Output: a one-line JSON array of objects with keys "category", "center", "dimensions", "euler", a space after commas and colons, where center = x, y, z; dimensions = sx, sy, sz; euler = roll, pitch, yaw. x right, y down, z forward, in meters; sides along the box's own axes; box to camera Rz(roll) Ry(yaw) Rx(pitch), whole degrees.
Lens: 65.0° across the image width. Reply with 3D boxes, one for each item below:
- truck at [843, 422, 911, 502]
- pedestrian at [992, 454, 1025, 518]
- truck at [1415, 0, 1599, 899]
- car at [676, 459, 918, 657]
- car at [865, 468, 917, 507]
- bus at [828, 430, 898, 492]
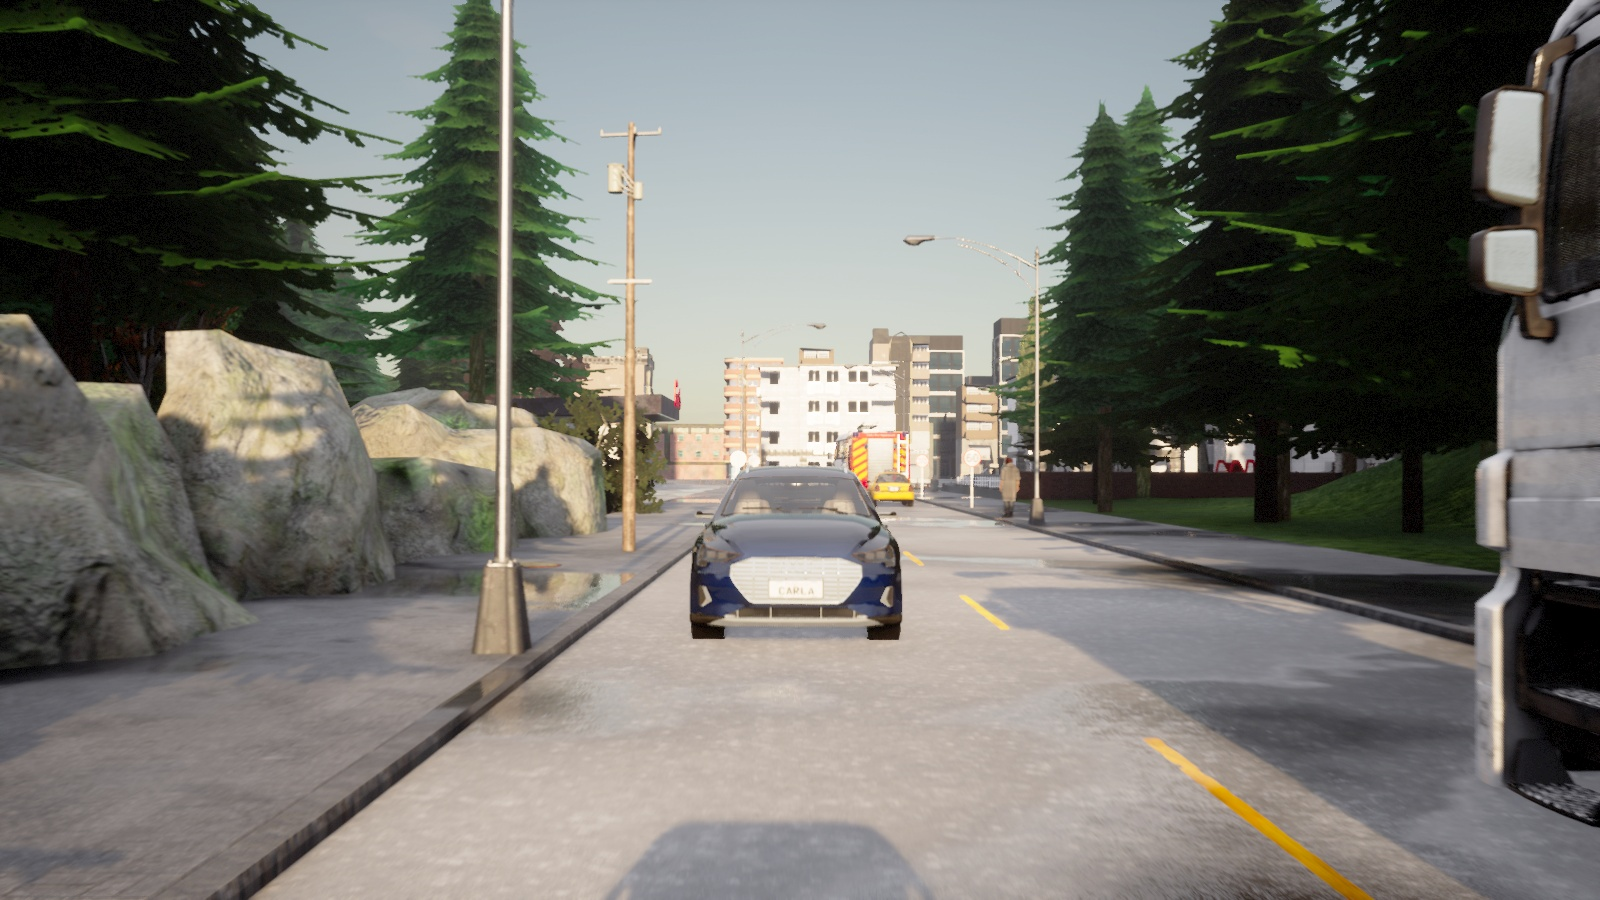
[{"category": "truck", "center": [3.814, 0.623, 64.226], "dimensions": [2.891, 3.827, 8.468], "euler": [0, -1, 0]}, {"category": "pedestrian", "center": [6.402, 1.092, 38.617], "dimensions": [0.659, 1.952, 0.873], "euler": [0, -1, -17]}, {"category": "truck", "center": [3.994, -0.167, 1.180], "dimensions": [2.891, 3.462, 7.936], "euler": [0, -1, 0]}, {"category": "car", "center": [-0.031, 0.943, 12.980], "dimensions": [2.033, 1.649, 4.856], "euler": [0, -1, 0]}, {"category": "car", "center": [3.857, 1.567, 53.882], "dimensions": [1.801, 1.575, 5.366], "euler": [0, -1, 0]}, {"category": "bus", "center": [4.406, 0.828, 91.053], "dimensions": [3.944, 4.253, 10.273], "euler": [0, -1, -4]}]
